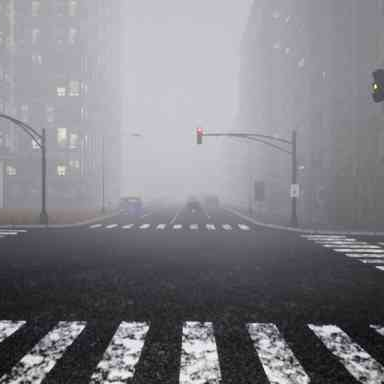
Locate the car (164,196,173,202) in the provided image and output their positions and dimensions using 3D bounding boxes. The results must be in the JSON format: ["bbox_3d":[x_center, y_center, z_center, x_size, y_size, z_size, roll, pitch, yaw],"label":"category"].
[{"bbox_3d":[-5.623,1.582,80.533,2.008,1.369,4.403,0,0,0],"label":"car"}]

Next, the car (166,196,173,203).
[{"bbox_3d":[-5.632,1.462,69.431,1.967,1.590,4.097,0,0,0],"label":"car"}]

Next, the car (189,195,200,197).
[{"bbox_3d":[0.147,1.365,57.053,2.097,1.767,4.553,0,0,0],"label":"car"}]

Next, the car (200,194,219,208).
[{"bbox_3d":[2.730,1.325,47.222,2.192,1.841,5.009,0,0,0],"label":"car"}]

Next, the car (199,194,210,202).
[{"bbox_3d":[2.753,1.341,74.976,2.192,1.841,5.009,0,0,0],"label":"car"}]

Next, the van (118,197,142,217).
[{"bbox_3d":[-5.664,1.344,30.575,1.690,1.788,3.998,0,0,0],"label":"van"}]

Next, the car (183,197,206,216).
[{"bbox_3d":[0.129,1.529,32.447,1.812,1.442,4.674,0,0,0],"label":"car"}]

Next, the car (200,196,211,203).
[{"bbox_3d":[2.749,1.573,69.425,2.008,1.369,4.403,0,0,0],"label":"car"}]

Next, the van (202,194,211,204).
[{"bbox_3d":[2.743,1.359,63.874,1.690,1.788,3.998,0,0,0],"label":"van"}]

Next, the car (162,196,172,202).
[{"bbox_3d":[-5.628,1.551,74.812,1.752,1.417,4.829,0,0,0],"label":"car"}]

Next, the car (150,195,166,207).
[{"bbox_3d":[-5.646,1.537,52.608,1.752,1.417,4.829,0,0,0],"label":"car"}]
